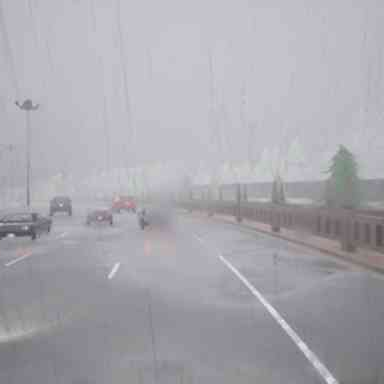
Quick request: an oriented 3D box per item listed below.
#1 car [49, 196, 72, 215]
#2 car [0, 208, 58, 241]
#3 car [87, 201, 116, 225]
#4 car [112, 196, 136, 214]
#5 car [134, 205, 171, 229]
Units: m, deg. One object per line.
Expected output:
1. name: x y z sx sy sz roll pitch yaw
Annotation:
1. car: -14.327 1.483 36.357 2.150 2.045 5.566 0 0 -22
2. car: -8.771 1.732 17.590 1.895 1.301 4.718 0 0 -11
3. car: -7.134 1.686 25.850 1.812 1.442 4.674 0 0 -15
4. car: -8.249 1.449 39.928 2.150 2.045 5.566 0 0 -23
5. car: -2.692 1.718 22.636 1.895 1.301 4.718 0 0 -13
